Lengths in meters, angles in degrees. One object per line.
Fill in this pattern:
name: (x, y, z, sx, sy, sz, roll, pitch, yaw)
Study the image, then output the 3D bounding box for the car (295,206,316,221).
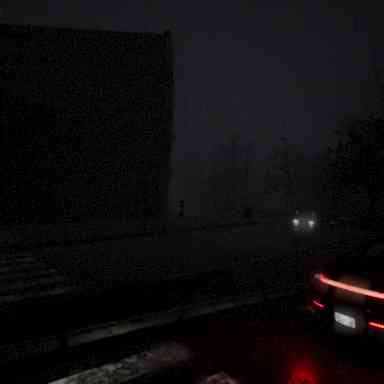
car: (12.826, 2.315, 37.523, 2.097, 1.767, 4.553, 2, -2, 21)

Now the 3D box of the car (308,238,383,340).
car: (4.171, 1.508, 5.646, 4.902, 1.511, 2.128, 0, 0, -29)

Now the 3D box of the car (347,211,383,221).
car: (26.193, 3.635, 50.204, 5.357, 1.411, 2.033, 3, -2, -14)

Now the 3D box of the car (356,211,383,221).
car: (29.310, 3.898, 53.787, 4.674, 1.442, 1.812, 3, -2, -3)
